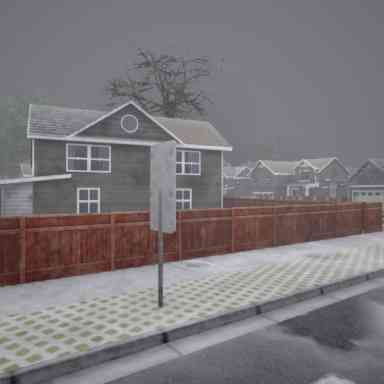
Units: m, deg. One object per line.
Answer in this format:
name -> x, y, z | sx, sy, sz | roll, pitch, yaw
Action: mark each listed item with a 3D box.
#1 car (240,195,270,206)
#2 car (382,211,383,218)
car -> 7.274, 1.217, 39.644 | 2.097, 1.767, 4.553 | 0, 0, -26
car -> 13.084, 1.495, 26.654 | 1.994, 1.385, 4.181 | 0, 0, -23
